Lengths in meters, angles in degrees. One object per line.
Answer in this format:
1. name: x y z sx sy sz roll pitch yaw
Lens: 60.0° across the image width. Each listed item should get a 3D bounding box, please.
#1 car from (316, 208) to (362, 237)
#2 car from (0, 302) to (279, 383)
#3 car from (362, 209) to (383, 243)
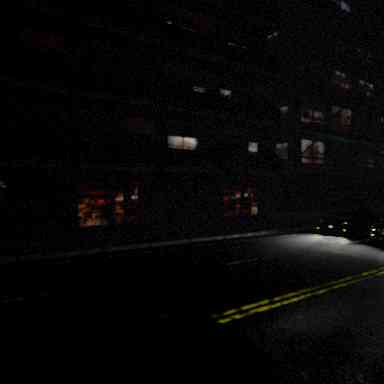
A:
1. car: 8.599 1.563 17.997 4.181 1.385 1.994 0 0 -37
2. car: -1.548 1.601 2.334 4.718 1.301 1.895 0 0 -36
3. car: 9.827 1.504 14.860 4.892 1.490 1.837 0 0 -37
